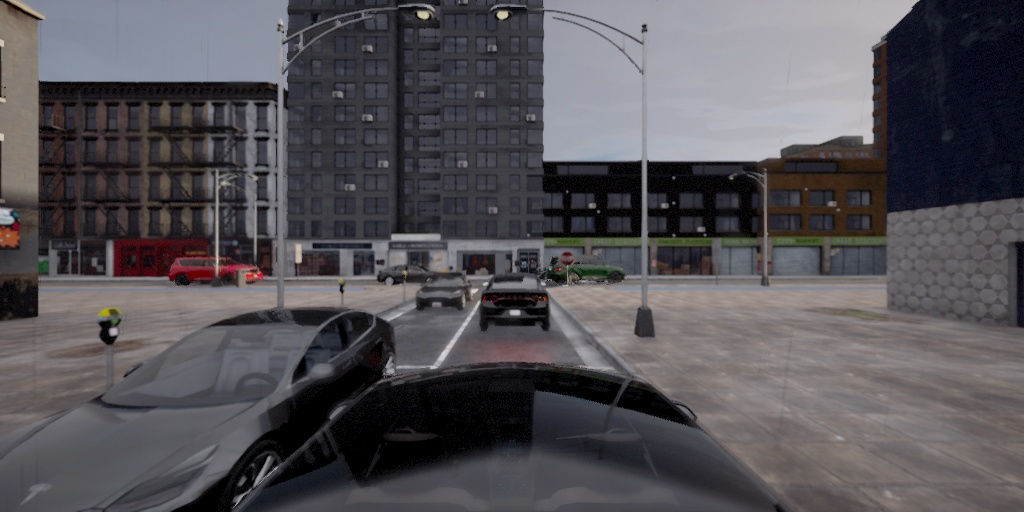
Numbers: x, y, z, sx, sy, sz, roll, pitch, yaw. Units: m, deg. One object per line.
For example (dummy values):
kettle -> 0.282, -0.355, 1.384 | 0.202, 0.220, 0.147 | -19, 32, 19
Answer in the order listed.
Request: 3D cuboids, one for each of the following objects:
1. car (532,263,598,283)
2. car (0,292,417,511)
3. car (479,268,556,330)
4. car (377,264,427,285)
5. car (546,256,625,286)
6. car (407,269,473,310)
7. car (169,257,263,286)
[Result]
car -> 4.135, 1.303, 28.442 | 4.902, 1.511, 2.128 | 0, 0, 0
car -> -2.642, 1.323, 3.971 | 1.948, 1.339, 4.313 | 0, 0, 0
car -> 0.078, 1.256, 11.221 | 1.882, 1.535, 5.008 | 0, -1, 0
car -> -7.017, 1.342, 25.471 | 4.892, 1.490, 1.837 | 0, 0, 0
car -> 5.290, 1.027, 25.640 | 5.566, 2.045, 2.150 | 0, -1, -16
car -> -2.665, 1.356, 14.876 | 1.948, 1.339, 4.313 | 0, 0, 0
car -> -20.943, 1.098, 25.445 | 5.566, 2.045, 2.150 | 0, 0, 0
